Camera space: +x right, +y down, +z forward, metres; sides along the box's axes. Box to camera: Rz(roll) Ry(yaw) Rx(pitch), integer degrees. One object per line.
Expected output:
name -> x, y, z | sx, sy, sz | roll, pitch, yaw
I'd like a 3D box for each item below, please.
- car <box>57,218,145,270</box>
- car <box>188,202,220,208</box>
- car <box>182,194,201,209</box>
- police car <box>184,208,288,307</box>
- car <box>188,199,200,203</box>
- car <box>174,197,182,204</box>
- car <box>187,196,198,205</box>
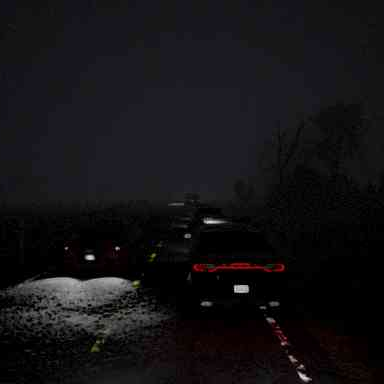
car -> -2.739, 1.565, 10.901 | 1.994, 1.385, 4.181 | 0, 0, 0
car -> 0.841, 1.508, 18.068 | 1.837, 1.490, 4.892 | 0, 0, 0
car -> 0.078, 1.251, 45.961 | 2.150, 2.045, 5.566 | 0, 0, 1
police car -> 0.833, 1.426, 8.178 | 1.930, 1.638, 5.238 | 0, 0, 0
car -> 0.847, 1.511, 24.068 | 1.837, 1.490, 4.892 | 0, 0, 0
car -> -2.691, 1.671, 67.105 | 1.895, 1.301, 4.718 | 0, 0, 0
car -> 0.054, 1.534, 60.575 | 1.882, 1.535, 5.008 | 0, 0, 0
